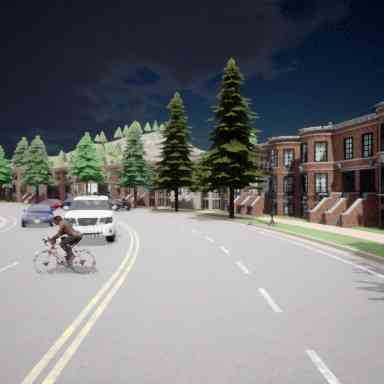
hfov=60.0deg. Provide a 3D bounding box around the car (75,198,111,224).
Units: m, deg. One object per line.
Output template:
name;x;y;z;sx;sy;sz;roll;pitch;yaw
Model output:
car;-7.765;1.352;25.798;2.097;1.767;4.553;0;0;-25

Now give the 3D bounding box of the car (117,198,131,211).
car;-9.152;1.505;40.279;1.837;1.490;4.892;0;0;-40

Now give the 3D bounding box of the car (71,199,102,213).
car;-12.360;1.526;38.696;1.812;1.442;4.674;0;0;-41

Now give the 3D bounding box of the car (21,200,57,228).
car;-10.163;1.525;22.252;1.812;1.442;4.674;0;0;-21

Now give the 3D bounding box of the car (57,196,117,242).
car;-4.928;1.222;16.348;2.150;2.045;5.566;0;0;-13

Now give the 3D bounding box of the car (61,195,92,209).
car;-16.404;1.352;47.164;4.553;1.767;2.097;0;0;39

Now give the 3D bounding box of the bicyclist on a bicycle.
bicyclist on a bicycle;-3.474;1.453;9.041;1.656;1.620;0.582;-1;0;-2
